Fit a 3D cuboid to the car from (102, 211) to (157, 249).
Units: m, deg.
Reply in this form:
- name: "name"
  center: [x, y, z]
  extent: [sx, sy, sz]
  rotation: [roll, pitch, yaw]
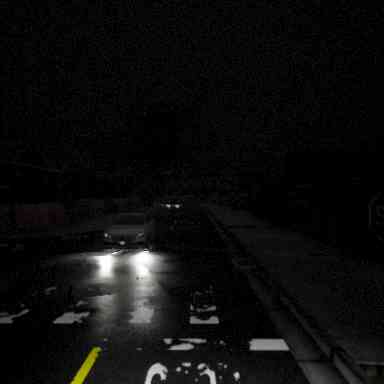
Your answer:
- name: "car"
  center: [-2.682, 1.638, 15.155]
  extent: [1.812, 1.442, 4.674]
  rotation: [0, 1, 0]

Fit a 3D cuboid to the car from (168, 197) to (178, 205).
- name: "car"
  center: [-3.595, 1.610, 62.487]
  extent: [1.882, 1.535, 5.008]
  rotation: [0, 0, -6]
